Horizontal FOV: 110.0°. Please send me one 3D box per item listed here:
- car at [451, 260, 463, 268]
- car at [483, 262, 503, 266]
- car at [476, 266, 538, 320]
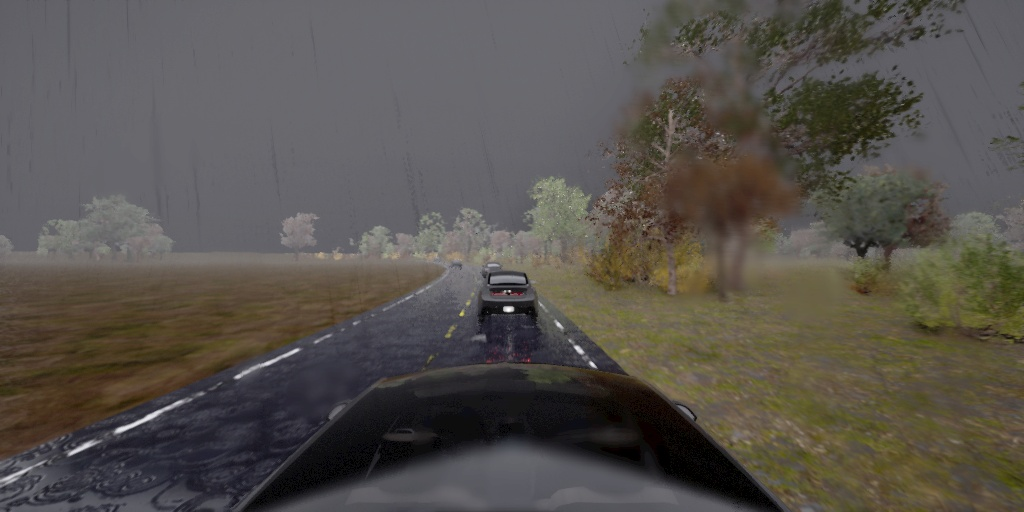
[{"bbox_3d":[-9.490,1.304,61.214,2.033,1.411,5.357,0,0,-11],"label":"car"},{"bbox_3d":[-1.774,1.279,33.195,1.812,1.442,4.674,0,0,-6],"label":"car"},{"bbox_3d":[-0.187,1.256,12.559,1.837,1.490,4.892,0,0,-2],"label":"car"}]
